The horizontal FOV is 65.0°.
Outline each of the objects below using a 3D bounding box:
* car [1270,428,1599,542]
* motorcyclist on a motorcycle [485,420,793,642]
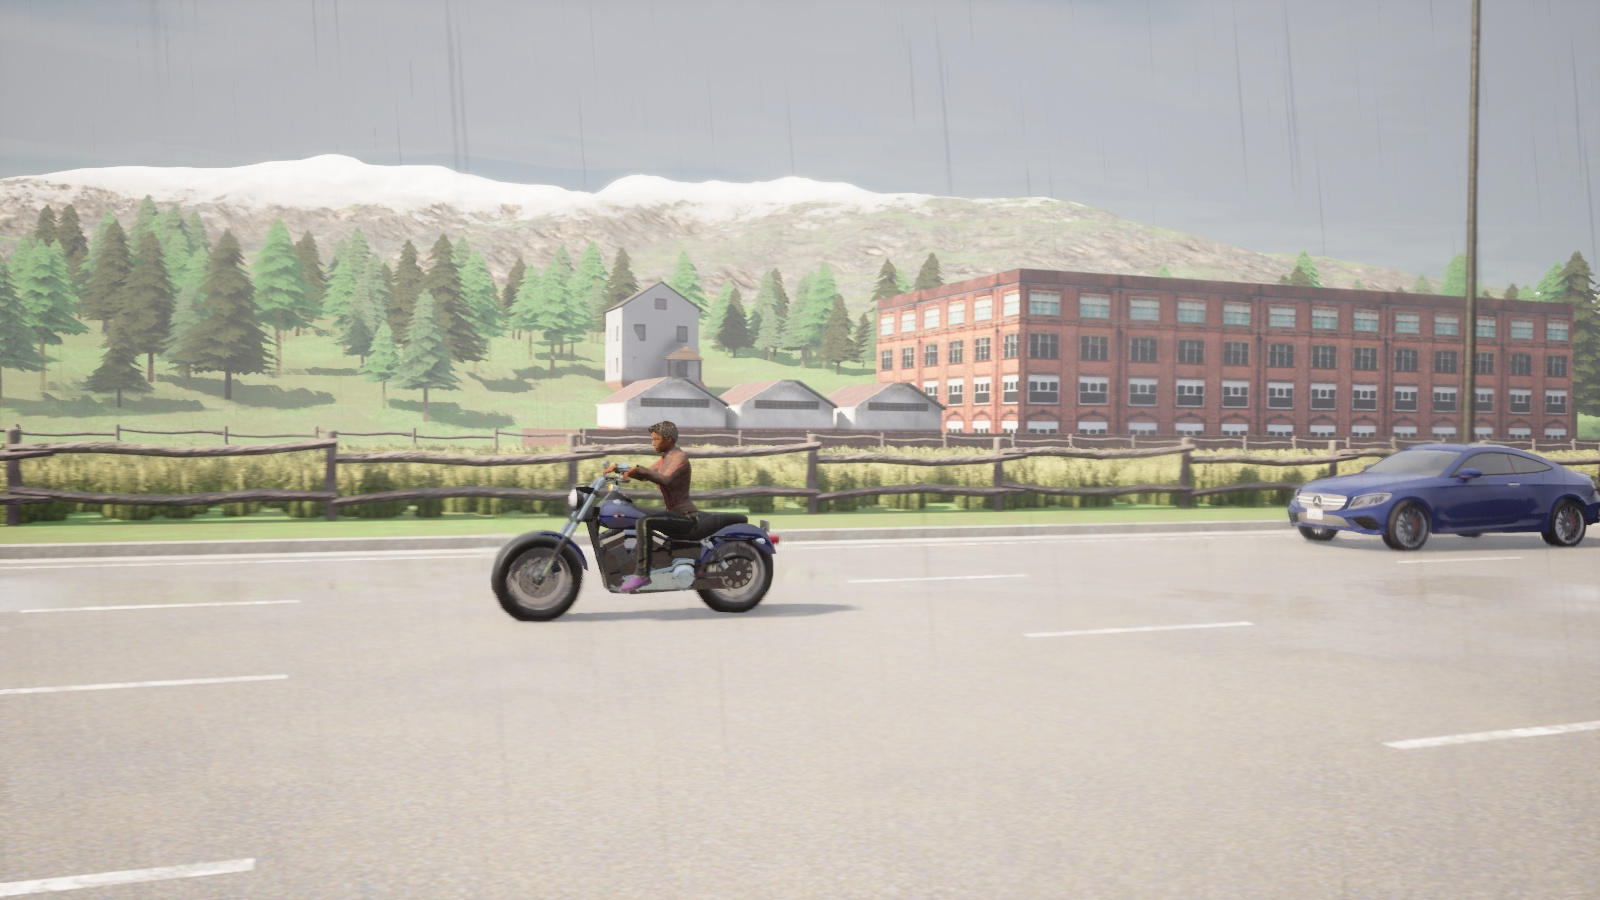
[{"bbox_3d":[9.263,0.431,17.976,4.674,1.442,1.812,-1,1,-19],"label":"car"},{"bbox_3d":[-1.301,0.596,10.232,2.350,1.649,0.766,-1,1,-21],"label":"motorcyclist on a motorcycle"}]
